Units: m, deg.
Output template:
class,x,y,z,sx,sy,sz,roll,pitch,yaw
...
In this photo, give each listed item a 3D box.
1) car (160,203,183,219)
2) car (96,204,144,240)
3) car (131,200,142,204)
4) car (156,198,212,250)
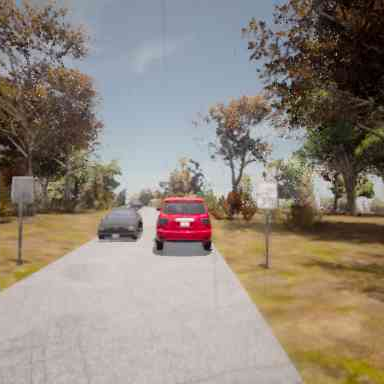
class,x,y,z,sx,sy,sz,roll,pitch,yaw
car,-2.085,1.772,32.049,1.895,1.301,4.718,1,-1,-7
car,-3.533,1.562,17.285,2.033,1.411,5.357,1,0,-4
car,-9.628,2.102,57.674,2.033,1.411,5.357,1,-1,-12
car,-0.415,1.256,14.602,2.150,2.045,5.566,1,0,-3
